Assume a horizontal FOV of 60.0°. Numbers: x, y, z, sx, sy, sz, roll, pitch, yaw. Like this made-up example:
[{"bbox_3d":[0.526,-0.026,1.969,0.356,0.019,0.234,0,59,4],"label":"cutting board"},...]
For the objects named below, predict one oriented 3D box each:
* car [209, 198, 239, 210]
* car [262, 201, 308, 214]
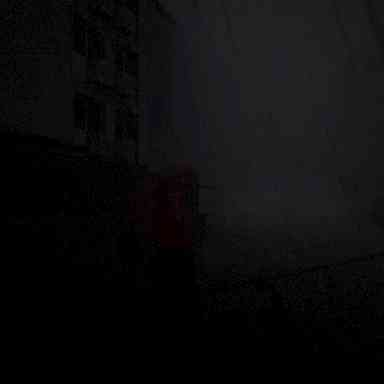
[{"bbox_3d":[4.059,1.526,43.493,1.812,1.442,4.674,0,0,-36],"label":"car"},{"bbox_3d":[9.860,1.601,35.363,1.895,1.301,4.718,0,0,-36],"label":"car"}]
